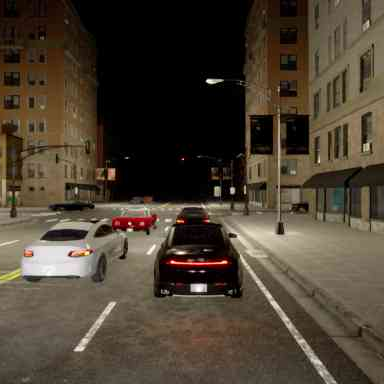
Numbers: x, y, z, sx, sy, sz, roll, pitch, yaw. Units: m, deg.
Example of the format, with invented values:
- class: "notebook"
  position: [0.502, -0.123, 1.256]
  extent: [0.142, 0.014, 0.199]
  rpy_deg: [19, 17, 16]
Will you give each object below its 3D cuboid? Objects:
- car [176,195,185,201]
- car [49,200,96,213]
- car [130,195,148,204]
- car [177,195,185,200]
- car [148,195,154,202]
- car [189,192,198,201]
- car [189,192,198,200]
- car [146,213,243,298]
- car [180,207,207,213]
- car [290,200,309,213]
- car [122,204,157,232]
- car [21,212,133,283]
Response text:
- class: "car"
  position: [-2.900, 1.502, 80.157]
  extent: [1.812, 1.442, 4.674]
  rpy_deg: [0, 0, 0]
- class: "car"
  position: [-13.340, 1.609, 37.043]
  extent: [4.718, 1.301, 1.895]
  rpy_deg: [0, 0, -40]
- class: "car"
  position: [-9.572, 1.537, 58.313]
  extent: [2.033, 1.411, 5.357]
  rpy_deg: [0, 0, 1]
- class: "car"
  position: [-2.856, 1.398, 90.160]
  extent: [1.994, 1.385, 4.181]
  rpy_deg: [0, 0, 0]
- class: "car"
  position: [-9.439, 1.339, 71.369]
  extent: [2.097, 1.767, 4.553]
  rpy_deg: [0, 0, 0]
- class: "car"
  position: [0.349, 1.477, 79.726]
  extent: [1.837, 1.490, 4.892]
  rpy_deg: [0, 0, 0]
- class: "car"
  position: [0.394, 1.070, 90.175]
  extent: [2.150, 2.045, 5.566]
  rpy_deg: [0, 0, 0]
- class: "car"
  position: [0.136, 1.505, 8.501]
  extent: [1.837, 1.490, 4.892]
  rpy_deg: [0, 0, 0]
- class: "car"
  position: [0.075, 1.524, 17.746]
  extent: [1.812, 1.442, 4.674]
  rpy_deg: [0, 0, 0]
- class: "car"
  position: [13.213, 1.528, 36.317]
  extent: [4.902, 1.511, 2.128]
  rpy_deg: [0, 0, -1]
- class: "car"
  position: [-3.071, 1.600, 18.738]
  extent: [1.895, 1.301, 4.718]
  rpy_deg: [0, 0, 0]
- class: "car"
  position: [-3.115, 1.525, 9.581]
  extent: [1.812, 1.442, 4.674]
  rpy_deg: [0, 0, 0]
